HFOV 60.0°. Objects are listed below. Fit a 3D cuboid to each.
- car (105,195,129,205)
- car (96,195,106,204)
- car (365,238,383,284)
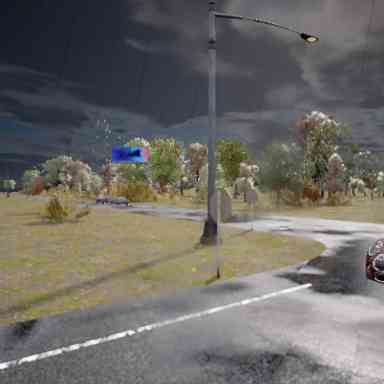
[{"bbox_3d":[-12.107,1.456,55.101,2.033,1.411,5.357,0,0,-33],"label":"car"},{"bbox_3d":[-16.073,1.248,60.995,2.097,1.767,4.553,0,0,-34],"label":"car"},{"bbox_3d":[6.363,1.345,8.374,4.553,1.767,2.097,0,0,-35],"label":"car"}]
